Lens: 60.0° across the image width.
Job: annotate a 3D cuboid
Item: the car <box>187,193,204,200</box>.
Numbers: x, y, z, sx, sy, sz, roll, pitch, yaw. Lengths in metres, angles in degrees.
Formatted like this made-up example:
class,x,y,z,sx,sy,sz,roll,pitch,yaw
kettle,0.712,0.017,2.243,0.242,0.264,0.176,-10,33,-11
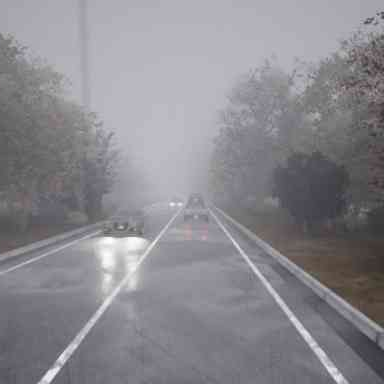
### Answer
class,x,y,z,sx,sy,sz,roll,pitch,yaw
car,0.463,1.113,44.083,2.150,2.045,5.566,0,0,1

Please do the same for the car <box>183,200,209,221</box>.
class,x,y,z,sx,sy,sz,roll,pitch,yaw
car,0.316,1.537,26.732,1.895,1.301,4.718,0,0,1

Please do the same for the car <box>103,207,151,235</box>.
class,x,y,z,sx,sy,sz,roll,pitch,yaw
car,-3.447,1.512,18.152,1.994,1.385,4.181,0,0,1

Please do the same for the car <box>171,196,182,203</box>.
class,x,y,z,sx,sy,sz,roll,pitch,yaw
car,-2.981,1.386,64.090,1.895,1.301,4.718,0,0,1
